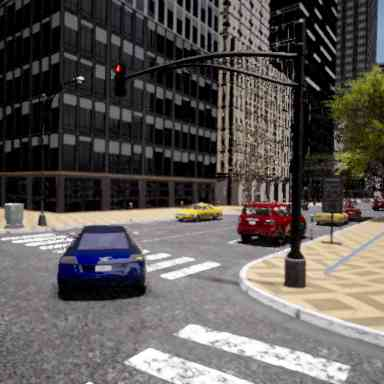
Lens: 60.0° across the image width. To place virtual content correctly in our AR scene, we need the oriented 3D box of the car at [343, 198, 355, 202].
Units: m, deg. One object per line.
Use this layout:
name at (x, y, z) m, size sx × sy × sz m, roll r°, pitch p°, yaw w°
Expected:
car at (30.863, 1.998, 66.880) m, size 1.802 × 1.307 × 4.206 m, roll 1°, pitch 0°, yaw 37°

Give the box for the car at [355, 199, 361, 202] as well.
car at (34.216, 2.013, 71.412) m, size 2.008 × 1.369 × 4.403 m, roll 1°, pitch 0°, yaw 37°

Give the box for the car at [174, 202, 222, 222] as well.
car at (0.579, 1.510, 25.955) m, size 1.752 × 1.417 × 4.829 m, roll 1°, pitch 0°, yaw 37°

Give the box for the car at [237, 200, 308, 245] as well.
car at (4.065, 1.463, 16.575) m, size 2.192 × 1.841 × 5.009 m, roll 1°, pitch 0°, yaw 37°

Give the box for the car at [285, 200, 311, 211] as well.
car at (14.095, 1.747, 44.220) m, size 1.947 × 1.339 × 4.313 m, roll 1°, pitch 0°, yaw 37°

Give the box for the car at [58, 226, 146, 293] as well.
car at (-2.401, 1.604, 9.150) m, size 1.994 × 1.385 × 4.181 m, roll 1°, pitch 0°, yaw -14°

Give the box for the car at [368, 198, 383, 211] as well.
car at (27.550, 1.804, 48.312) m, size 2.192 × 1.841 × 5.009 m, roll 1°, pitch 0°, yaw 37°

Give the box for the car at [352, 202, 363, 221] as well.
car at (14.125, 1.879, 30.178) m, size 1.802 × 1.307 × 4.206 m, roll 1°, pitch 0°, yaw 37°

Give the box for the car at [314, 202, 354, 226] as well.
car at (10.872, 1.774, 25.780) m, size 1.752 × 1.417 × 4.829 m, roll 1°, pitch 0°, yaw 37°
